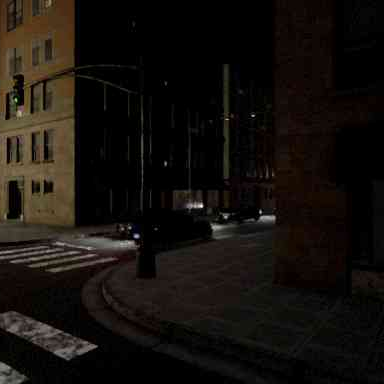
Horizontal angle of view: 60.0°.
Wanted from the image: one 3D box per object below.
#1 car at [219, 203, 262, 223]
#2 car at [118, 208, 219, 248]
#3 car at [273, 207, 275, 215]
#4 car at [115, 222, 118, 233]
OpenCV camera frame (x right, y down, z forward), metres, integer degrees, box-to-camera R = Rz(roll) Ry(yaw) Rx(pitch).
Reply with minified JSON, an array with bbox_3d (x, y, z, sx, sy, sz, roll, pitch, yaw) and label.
[{"bbox_3d":[3.958,1.633,26.952,2.128,1.511,4.902,0,0,36],"label":"car"},{"bbox_3d":[-0.876,1.597,15.150,1.812,1.442,4.674,0,0,35],"label":"car"},{"bbox_3d":[10.397,1.802,35.939,1.895,1.301,4.718,0,0,36],"label":"car"},{"bbox_3d":[-2.117,1.610,18.470,1.812,1.442,4.674,0,0,34],"label":"car"}]
